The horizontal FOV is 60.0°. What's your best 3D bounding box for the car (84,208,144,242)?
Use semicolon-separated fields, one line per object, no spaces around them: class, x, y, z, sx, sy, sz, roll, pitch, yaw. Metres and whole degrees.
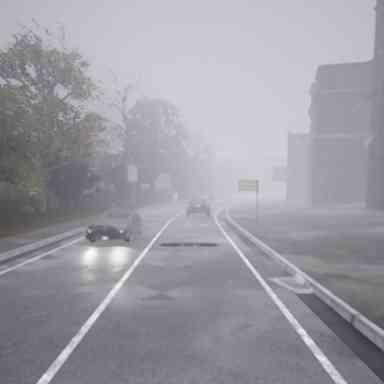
car;-3.577;1.517;16.350;2.033;1.411;5.357;0;0;0

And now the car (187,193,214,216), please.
car;0.745;1.281;31.809;2.097;1.767;4.553;1;0;5
